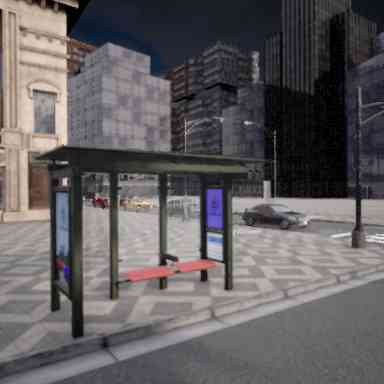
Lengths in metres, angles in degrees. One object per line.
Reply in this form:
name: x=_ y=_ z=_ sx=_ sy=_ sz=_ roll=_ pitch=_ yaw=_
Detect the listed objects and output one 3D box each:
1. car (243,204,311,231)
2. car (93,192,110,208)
car: x=5.158 y=1.483 z=20.876 sx=1.812 sy=1.442 sz=4.674 roll=-1 pitch=0 yaw=-34
car: x=-12.063 y=1.089 z=46.415 sx=2.150 sy=2.045 sz=5.566 roll=-1 pitch=1 yaw=-34
